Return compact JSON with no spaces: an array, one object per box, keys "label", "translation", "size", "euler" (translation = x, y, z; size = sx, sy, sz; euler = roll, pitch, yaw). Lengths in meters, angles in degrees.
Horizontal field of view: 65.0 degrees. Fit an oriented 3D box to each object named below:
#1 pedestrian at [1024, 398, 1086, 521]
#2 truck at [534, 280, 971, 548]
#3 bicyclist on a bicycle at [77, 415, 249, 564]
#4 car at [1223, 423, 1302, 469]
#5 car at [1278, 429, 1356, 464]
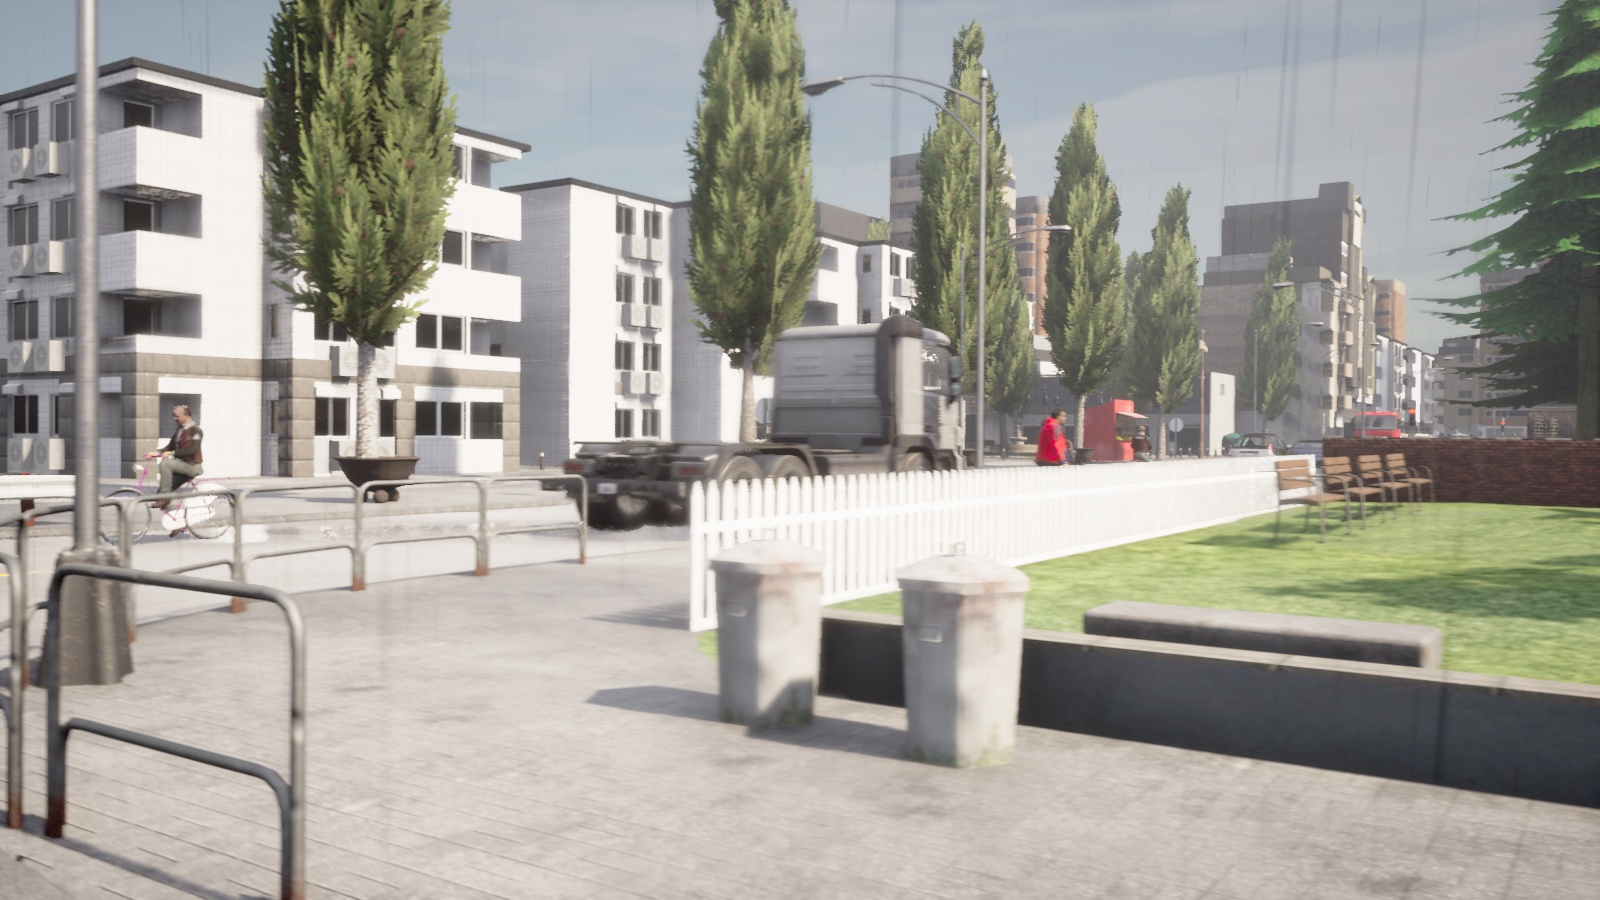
[{"label":"pedestrian","translation":[3.918,0.142,19.276],"size":[0.899,1.844,0.634],"euler":[0,1,13]},{"label":"truck","translation":[-0.337,-0.525,20.319],"size":[2.891,3.462,7.936],"euler":[0,1,34]},{"label":"bicyclist on a bicycle","translation":[-8.014,0.458,15.878],"size":[0.659,1.776,1.843],"euler":[0,1,33]},{"label":"car","translation":[17.140,-0.160,46.437],"size":[1.851,1.617,3.988],"euler":[0,1,34]},{"label":"car","translation":[22.487,-0.169,54.497],"size":[2.033,1.411,5.357],"euler":[0,1,35]}]
